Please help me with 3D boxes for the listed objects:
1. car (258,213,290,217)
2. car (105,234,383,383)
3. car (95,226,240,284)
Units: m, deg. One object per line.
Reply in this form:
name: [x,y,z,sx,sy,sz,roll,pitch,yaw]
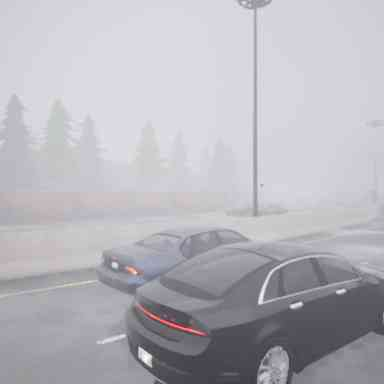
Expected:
car: [7.413,1.722,30.765,1.994,1.385,4.181,0,0,39]
car: [1.408,1.532,5.075,4.892,1.490,1.837,0,0,-38]
car: [0.320,1.592,8.578,5.357,1.411,2.033,0,0,-39]
